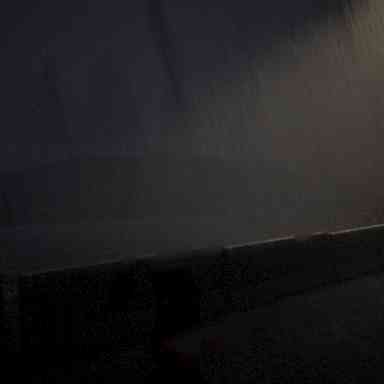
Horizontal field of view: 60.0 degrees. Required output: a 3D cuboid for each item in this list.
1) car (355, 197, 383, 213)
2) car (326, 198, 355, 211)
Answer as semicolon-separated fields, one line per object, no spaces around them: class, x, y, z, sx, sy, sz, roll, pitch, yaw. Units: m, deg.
car;19.693;1.356;35.234;4.892;1.490;1.837;-1;0;-35
car;17.665;1.398;38.090;5.357;1.411;2.033;-1;0;-35
